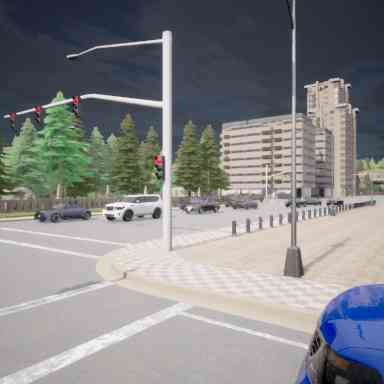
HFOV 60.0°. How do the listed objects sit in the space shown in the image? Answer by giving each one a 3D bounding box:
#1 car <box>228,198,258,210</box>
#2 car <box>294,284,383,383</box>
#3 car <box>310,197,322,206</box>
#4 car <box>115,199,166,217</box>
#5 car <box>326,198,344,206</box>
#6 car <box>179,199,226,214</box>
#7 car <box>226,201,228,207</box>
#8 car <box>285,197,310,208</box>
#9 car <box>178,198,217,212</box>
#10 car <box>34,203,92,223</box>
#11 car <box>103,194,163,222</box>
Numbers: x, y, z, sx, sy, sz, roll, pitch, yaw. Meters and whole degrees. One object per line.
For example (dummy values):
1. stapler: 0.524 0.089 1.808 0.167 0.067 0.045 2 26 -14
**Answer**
1. car: 6.978 1.564 43.368 1.994 1.385 4.181 0 0 36
2. car: 3.376 1.221 1.557 5.566 2.045 2.150 0 0 36
3. car: 20.267 1.564 55.659 1.994 1.385 4.181 0 0 36
4. car: -4.945 1.491 32.716 2.128 1.511 4.902 0 0 35
5. car: 23.118 1.601 53.629 1.895 1.301 4.718 0 0 36
6. car: 1.150 1.491 35.228 2.128 1.511 4.902 0 0 36
7. car: 6.561 1.564 48.777 1.994 1.385 4.181 0 0 36
8. car: 15.218 1.601 48.585 1.895 1.301 4.718 0 0 35
9. car: 0.734 1.547 40.671 2.033 1.411 5.357 0 0 36
10. car: -9.911 1.564 25.758 1.994 1.385 4.181 0 0 36
11. car: -4.618 1.221 27.150 2.150 2.045 5.566 0 0 36
